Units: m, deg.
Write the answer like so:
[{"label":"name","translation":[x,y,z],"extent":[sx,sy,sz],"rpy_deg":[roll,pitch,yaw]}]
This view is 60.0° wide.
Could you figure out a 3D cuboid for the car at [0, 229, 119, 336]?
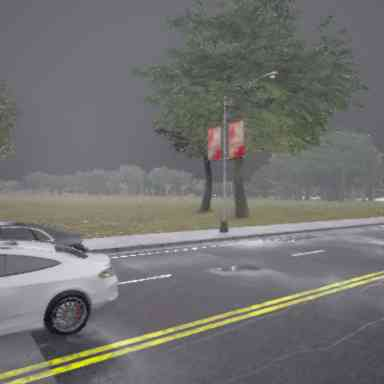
[{"label":"car","translation":[-3.481,1.527,5.179],"extent":[4.674,1.442,1.812],"rpy_deg":[1,0,-36]}]

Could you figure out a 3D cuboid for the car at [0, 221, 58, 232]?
[{"label":"car","translation":[-5.068,1.509,8.055],"extent":[4.892,1.490,1.837],"rpy_deg":[1,0,-35]}]
